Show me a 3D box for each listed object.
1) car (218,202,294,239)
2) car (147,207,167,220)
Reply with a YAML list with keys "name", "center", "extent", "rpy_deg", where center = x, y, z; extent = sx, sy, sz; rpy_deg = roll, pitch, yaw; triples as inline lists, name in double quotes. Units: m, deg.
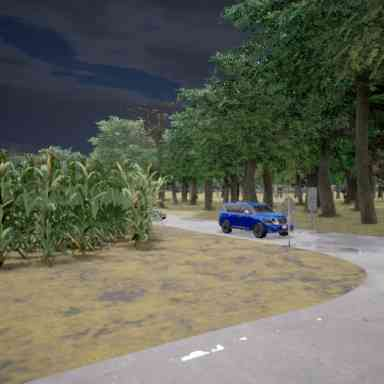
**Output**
- name: "car"
  center: [3.848, 1.691, 21.109]
  extent: [2.150, 2.045, 5.566]
  rpy_deg: [-1, -1, -29]
- name: "car"
  center: [-4.527, 2.322, 36.122]
  extent: [2.033, 1.411, 5.357]
  rpy_deg: [-1, 0, -29]
